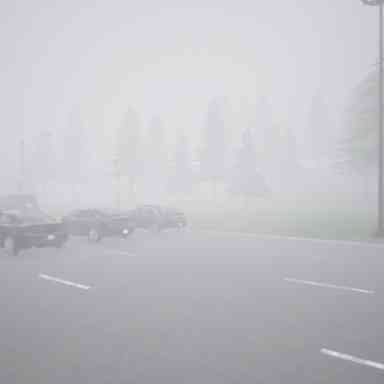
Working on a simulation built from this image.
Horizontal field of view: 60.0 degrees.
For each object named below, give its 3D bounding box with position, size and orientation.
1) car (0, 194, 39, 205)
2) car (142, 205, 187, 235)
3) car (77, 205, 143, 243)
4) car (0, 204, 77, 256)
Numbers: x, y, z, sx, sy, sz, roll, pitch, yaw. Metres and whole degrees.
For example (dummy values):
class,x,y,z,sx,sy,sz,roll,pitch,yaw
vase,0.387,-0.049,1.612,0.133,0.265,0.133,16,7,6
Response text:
class,x,y,z,sx,sy,sz,roll,pitch,yaw
car,-14.788,1.178,27.391,5.566,2.045,2.150,0,0,36
car,-2.544,1.468,18.654,4.902,1.511,2.128,0,0,36
car,-4.877,1.483,16.022,4.892,1.490,1.837,0,0,36
car,-6.992,1.456,13.232,5.008,1.535,1.882,0,0,36
